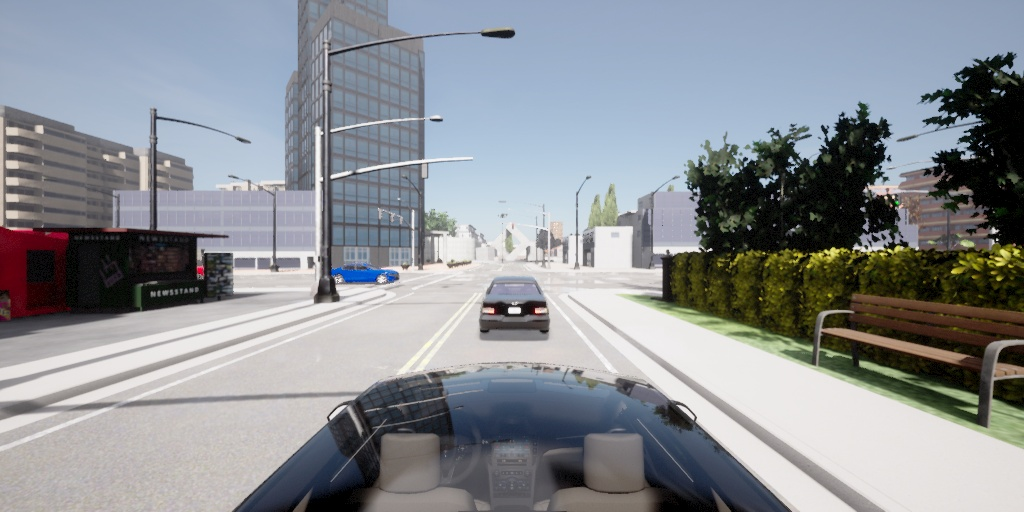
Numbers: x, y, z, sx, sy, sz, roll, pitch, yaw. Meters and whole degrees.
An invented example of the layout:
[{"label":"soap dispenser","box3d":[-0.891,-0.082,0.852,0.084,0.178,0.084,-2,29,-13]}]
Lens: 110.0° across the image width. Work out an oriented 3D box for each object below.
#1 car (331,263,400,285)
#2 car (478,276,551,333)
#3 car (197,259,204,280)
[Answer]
[{"label":"car","box3d":[-10.806,1.273,26.174,5.008,1.535,1.882,0,0,0]},{"label":"car","box3d":[0.069,1.293,10.718,2.033,1.411,5.357,0,0,0]},{"label":"car","box3d":[-23.733,1.146,26.067,5.566,2.045,2.150,0,0,0]}]
